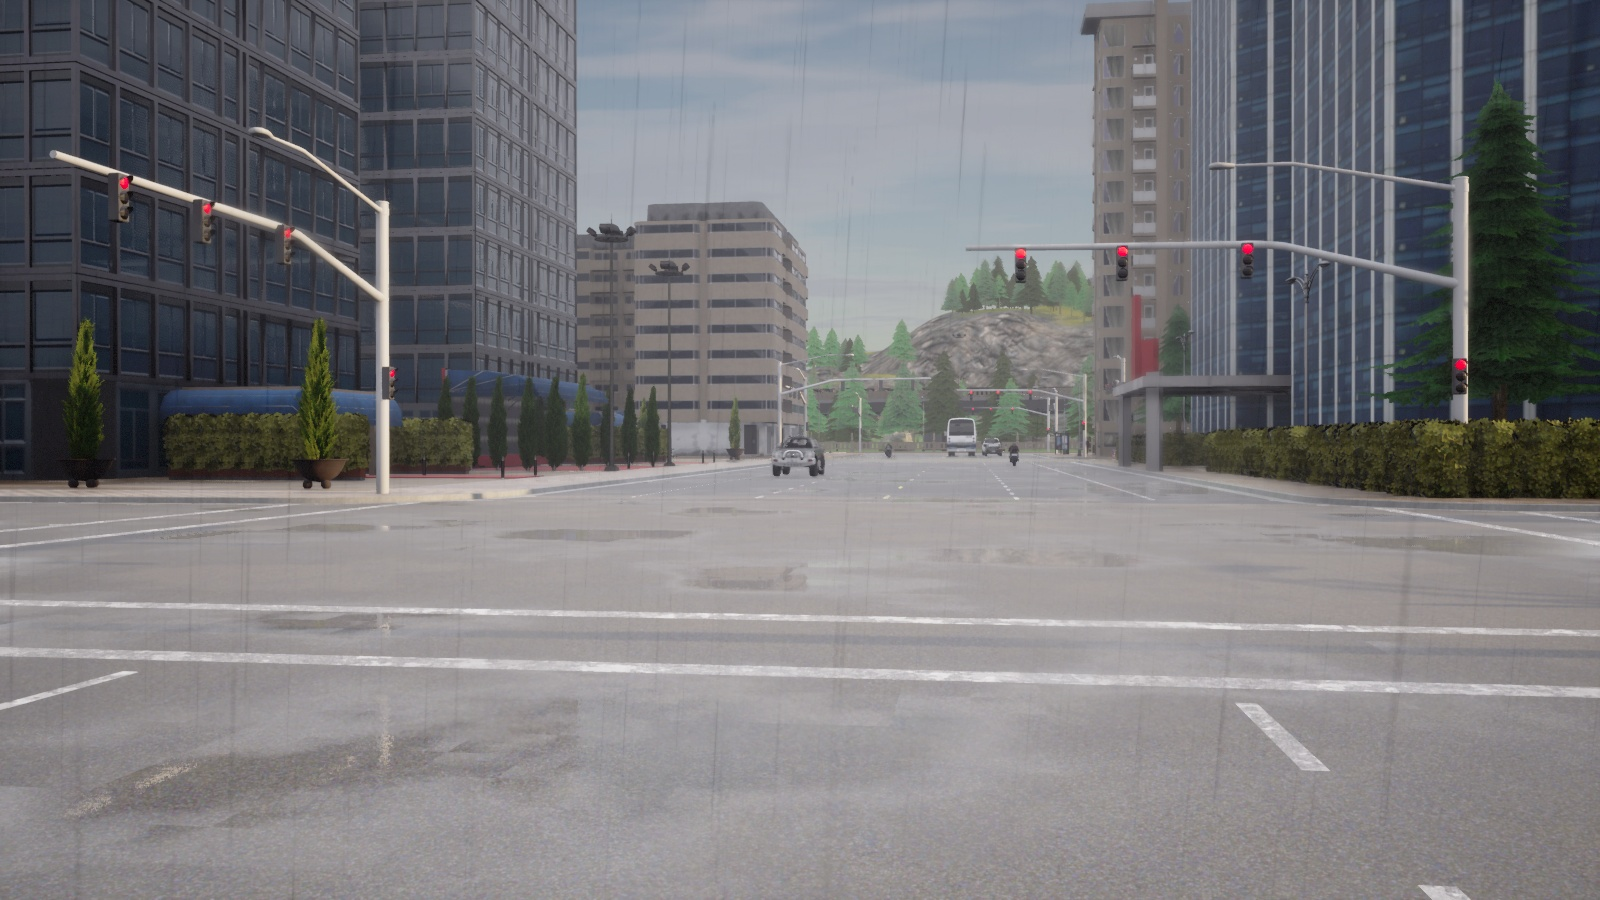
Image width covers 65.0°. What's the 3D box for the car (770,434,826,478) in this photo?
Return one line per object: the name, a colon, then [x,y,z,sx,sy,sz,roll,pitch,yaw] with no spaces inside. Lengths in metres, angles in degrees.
car: [-0.049,0.245,56.297,1.932,1.855,4.605,0,0,7]
